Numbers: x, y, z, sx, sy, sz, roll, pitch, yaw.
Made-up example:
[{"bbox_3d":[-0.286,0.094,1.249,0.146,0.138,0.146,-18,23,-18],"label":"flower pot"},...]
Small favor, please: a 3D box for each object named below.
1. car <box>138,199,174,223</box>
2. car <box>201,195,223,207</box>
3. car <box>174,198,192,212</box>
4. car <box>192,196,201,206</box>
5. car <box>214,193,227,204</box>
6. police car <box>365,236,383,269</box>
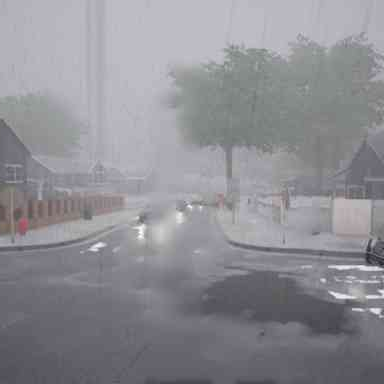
[{"bbox_3d":[-2.792,1.494,25.541,1.837,1.490,4.892,0,-1,4],"label":"car"},{"bbox_3d":[3.099,1.586,51.499,1.994,1.385,4.181,0,0,12],"label":"car"},{"bbox_3d":[-1.710,1.488,38.226,2.128,1.511,4.902,0,0,7],"label":"car"},{"bbox_3d":[1.100,1.483,55.636,1.882,1.535,5.008,1,0,12],"label":"car"},{"bbox_3d":[5.176,1.234,61.223,2.150,2.045,5.566,1,0,14],"label":"car"},{"bbox_3d":[7.363,1.449,8.838,4.974,1.542,2.038,0,2,0],"label":"police car"}]
